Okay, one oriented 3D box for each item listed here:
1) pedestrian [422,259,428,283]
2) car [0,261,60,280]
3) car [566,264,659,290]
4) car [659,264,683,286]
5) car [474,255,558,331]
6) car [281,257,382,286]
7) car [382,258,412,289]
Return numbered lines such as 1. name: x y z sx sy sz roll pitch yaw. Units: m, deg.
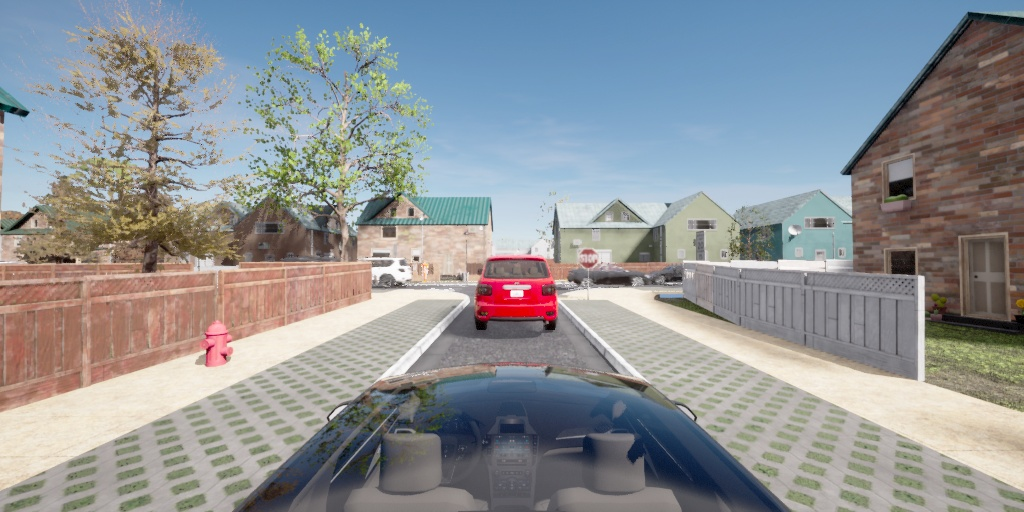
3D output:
1. pedestrian: -6.704 1.119 27.456 0.375 1.860 0.375 0 -1 1
2. car: -31.222 1.319 21.928 5.566 2.045 2.150 -1 -1 1
3. car: 5.721 1.204 21.419 4.902 1.511 2.128 -1 -1 1
4. car: 11.243 1.265 24.294 4.674 1.442 1.812 0 -1 1
5. car: 0.074 0.977 11.150 2.150 2.045 5.566 0 0 -1
6. car: -11.196 1.096 21.653 5.566 2.045 2.150 -1 -1 1
7. car: -9.735 1.156 24.586 5.566 2.045 2.150 -1 -1 1
